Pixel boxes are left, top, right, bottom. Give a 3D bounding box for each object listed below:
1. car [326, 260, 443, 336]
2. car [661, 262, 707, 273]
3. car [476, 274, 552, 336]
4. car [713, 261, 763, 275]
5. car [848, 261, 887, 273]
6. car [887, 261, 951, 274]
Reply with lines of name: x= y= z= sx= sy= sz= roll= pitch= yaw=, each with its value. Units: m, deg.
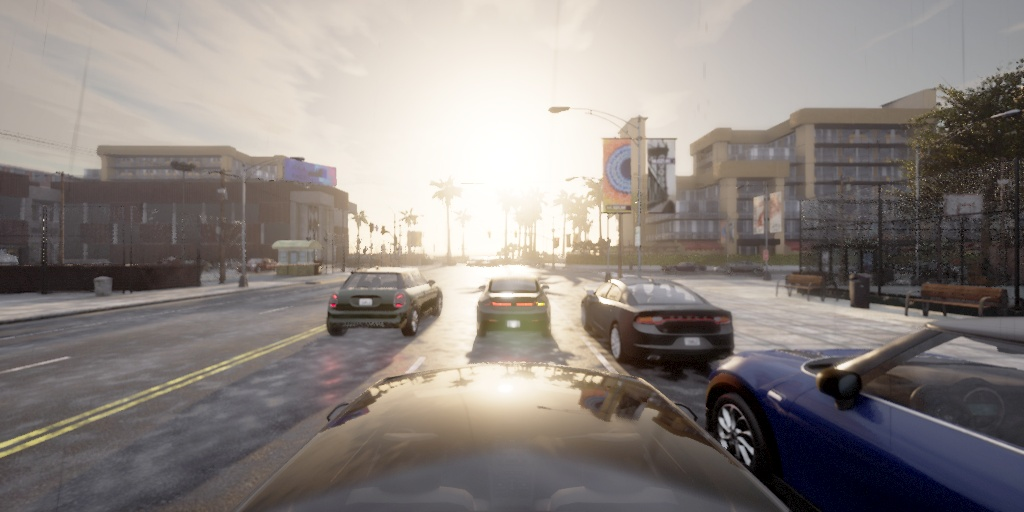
car: x=-3.442 y=1.110 z=10.598 sx=2.097 sy=1.767 sz=4.553 roll=0 pitch=0 yaw=0
car: x=20.254 y=1.386 z=42.482 sx=4.718 sy=1.301 sz=1.895 roll=0 pitch=0 yaw=-1
car: x=0.056 y=1.262 z=10.353 sx=1.837 sy=1.490 sz=4.892 roll=0 pitch=0 yaw=0
car: x=24.541 y=1.273 z=39.020 sx=4.902 sy=1.511 sz=2.128 roll=0 pitch=0 yaw=0
car: x=41.870 y=1.277 z=42.616 sx=4.902 sy=1.511 sz=2.128 roll=0 pitch=0 yaw=0
car: x=44.793 y=1.276 z=39.118 sx=4.902 sy=1.511 sz=2.128 roll=0 pitch=0 yaw=0
